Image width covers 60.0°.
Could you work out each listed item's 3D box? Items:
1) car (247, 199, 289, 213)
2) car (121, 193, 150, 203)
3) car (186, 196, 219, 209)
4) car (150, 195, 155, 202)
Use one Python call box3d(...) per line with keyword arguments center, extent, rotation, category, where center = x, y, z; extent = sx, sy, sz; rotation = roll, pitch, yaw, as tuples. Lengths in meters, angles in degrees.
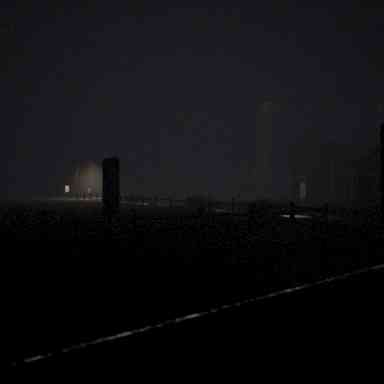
box3d(center=(7.334, 1.362, 32.347), extent=(1.994, 1.385, 4.181), rotation=(-1, 1, -36), category="car")
box3d(center=(-9.517, 1.014, 55.898), extent=(2.128, 1.511, 4.902), rotation=(-1, 1, -35), category="car")
box3d(center=(1.229, 1.178, 40.851), extent=(1.882, 1.535, 5.008), rotation=(-1, 1, -36), category="car")
box3d(center=(-8.551, 1.078, 59.385), extent=(1.895, 1.301, 4.718), rotation=(-1, 1, -36), category="car")
